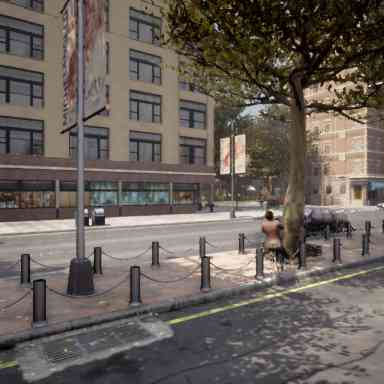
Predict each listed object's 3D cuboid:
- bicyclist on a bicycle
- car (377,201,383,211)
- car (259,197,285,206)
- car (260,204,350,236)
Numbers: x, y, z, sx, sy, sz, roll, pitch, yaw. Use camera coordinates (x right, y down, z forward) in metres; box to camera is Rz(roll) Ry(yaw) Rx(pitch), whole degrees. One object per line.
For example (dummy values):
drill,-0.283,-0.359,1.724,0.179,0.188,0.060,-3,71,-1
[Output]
bicyclist on a bicycle,2.050,1.201,8.111,0.582,1.620,1.656,-11,35,21
car,24.194,1.352,38.875,4.553,1.767,2.097,0,0,0
car,12.098,1.477,49.163,1.882,1.535,5.008,0,0,-36
car,6.432,1.547,18.193,5.357,1.411,2.033,0,0,-35
